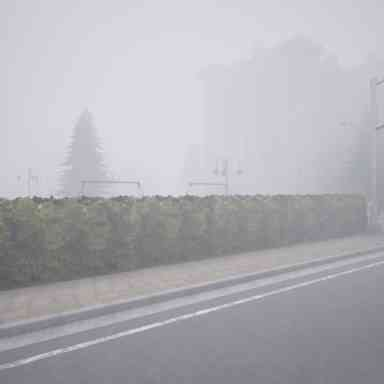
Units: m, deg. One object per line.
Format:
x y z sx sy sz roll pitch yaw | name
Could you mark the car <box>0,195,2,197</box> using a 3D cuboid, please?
-40.232 1.374 67.297 3.633 1.501 1.845 0 0 -37 | car
